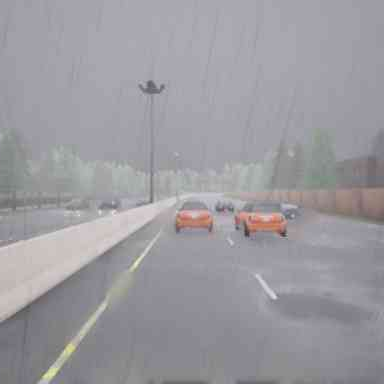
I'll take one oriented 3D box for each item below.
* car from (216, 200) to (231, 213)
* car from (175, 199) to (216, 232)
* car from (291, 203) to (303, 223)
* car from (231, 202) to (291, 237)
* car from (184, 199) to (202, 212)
[{"bbox_3d":[3.614,1.600,37.536,1.895,1.301,4.718,0,0,0],"label":"car"},{"bbox_3d":[0.111,1.352,20.149,2.097,1.767,4.553,0,0,0],"label":"car"},{"bbox_3d":[7.100,1.524,25.632,1.812,1.442,4.674,0,0,0],"label":"car"},{"bbox_3d":[3.610,1.351,18.263,2.097,1.767,4.553,0,0,0],"label":"car"},{"bbox_3d":[0.123,1.564,39.486,1.994,1.385,4.181,0,0,0],"label":"car"}]
